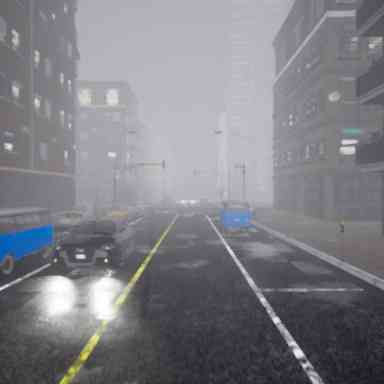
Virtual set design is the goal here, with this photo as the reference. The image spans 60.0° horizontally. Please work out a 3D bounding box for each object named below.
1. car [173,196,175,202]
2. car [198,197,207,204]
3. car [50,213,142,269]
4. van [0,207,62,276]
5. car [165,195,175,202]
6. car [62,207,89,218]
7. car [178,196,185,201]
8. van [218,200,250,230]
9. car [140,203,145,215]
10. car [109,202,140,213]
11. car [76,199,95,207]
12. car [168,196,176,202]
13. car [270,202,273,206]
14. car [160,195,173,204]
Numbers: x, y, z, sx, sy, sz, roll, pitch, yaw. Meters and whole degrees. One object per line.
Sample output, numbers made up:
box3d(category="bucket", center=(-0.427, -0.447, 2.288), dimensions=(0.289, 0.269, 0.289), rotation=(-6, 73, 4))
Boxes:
box3d(category="car", center=(-5.719, 1.805, 76.511), dimensions=(1.967, 1.590, 4.097), rotation=(-1, 0, 0))
box3d(category="car", center=(2.630, 1.910, 76.570), dimensions=(1.887, 1.381, 4.507), rotation=(-1, 0, 0))
box3d(category="car", center=(-3.102, 1.615, 11.250), dimensions=(1.994, 1.385, 4.181), rotation=(0, 0, 0))
box3d(category="van", center=(-5.706, 1.387, 10.141), dimensions=(1.690, 1.788, 3.998), rotation=(-1, 0, 0))
box3d(category="car", center=(-5.723, 1.739, 87.810), dimensions=(2.192, 1.841, 5.009), rotation=(-1, 0, 0))
box3d(category="car", center=(-5.704, 1.623, 15.804), dimensions=(2.008, 1.369, 4.403), rotation=(-1, 0, 0))
box3d(category="car", center=(-3.020, 1.945, 94.813), dimensions=(1.812, 1.442, 4.674), rotation=(0, 0, 0))
box3d(category="van", center=(2.671, 1.439, 21.435), dimensions=(1.690, 1.788, 3.998), rotation=(-1, 0, 0))
box3d(category="car", center=(-5.708, 1.702, 32.796), dimensions=(2.008, 1.369, 4.403), rotation=(-1, 0, 0))
box3d(category="car", center=(-5.707, 1.649, 26.962), dimensions=(1.752, 1.417, 4.829), rotation=(-1, 0, 0))
box3d(category="car", center=(-17.895, 1.749, 52.764), dimensions=(4.829, 1.417, 1.752), rotation=(0, 1, 0))
box3d(category="car", center=(-5.722, 1.893, 93.457), dimensions=(1.967, 1.590, 4.097), rotation=(-1, 0, 0))
box3d(category="car", center=(14.663, 1.717, 52.825), dimensions=(4.313, 1.339, 1.947), rotation=(0, 1, 0))
box3d(category="car", center=(-5.716, 1.881, 70.862), dimensions=(1.887, 1.381, 4.507), rotation=(-1, 0, 0))
